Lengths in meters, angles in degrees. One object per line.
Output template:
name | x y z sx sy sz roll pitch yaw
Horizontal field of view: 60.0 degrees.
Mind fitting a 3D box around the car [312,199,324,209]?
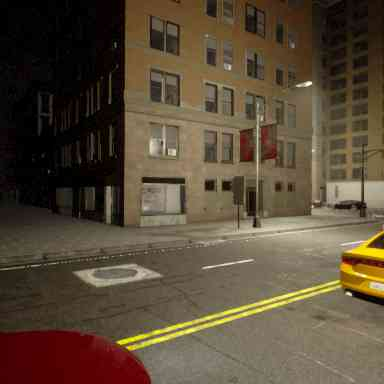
car | 15.578 1.582 44.937 2.008 1.369 4.403 0 0 -35

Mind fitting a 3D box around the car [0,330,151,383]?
car | -2.406 1.526 1.722 4.674 1.442 1.812 0 0 -36

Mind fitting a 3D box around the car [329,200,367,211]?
car | 18.854 1.596 40.319 1.947 1.339 4.313 0 0 -35

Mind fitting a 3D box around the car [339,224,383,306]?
car | 5.222 1.478 7.183 5.008 1.535 1.882 0 0 -35
